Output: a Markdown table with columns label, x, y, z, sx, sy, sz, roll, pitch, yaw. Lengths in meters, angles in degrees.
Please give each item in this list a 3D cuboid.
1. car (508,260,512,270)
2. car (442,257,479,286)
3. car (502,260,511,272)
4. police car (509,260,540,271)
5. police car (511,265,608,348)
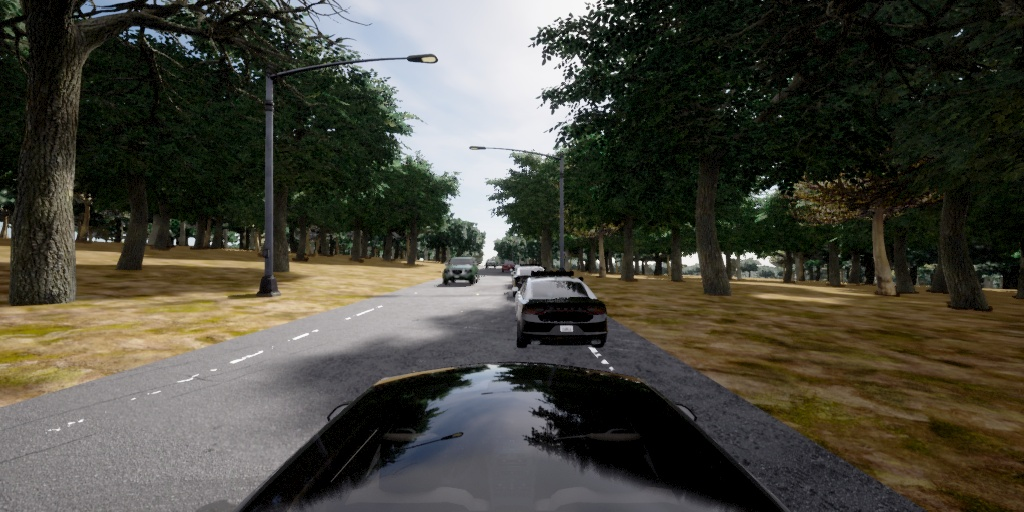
| label | x | y | z | sx | sy | sz | roll | pitch | yaw |
| --- | --- | --- | --- | --- | --- | --- | --- | --- | --- |
| car | 0.910 | 1.298 | 25.353 | 1.882 | 1.535 | 5.008 | -2 | 0 | -1 |
| car | -3.749 | 1.077 | 27.106 | 2.150 | 2.045 | 5.566 | 0 | 0 | 0 |
| car | -0.411 | 1.407 | 51.681 | 2.097 | 1.767 | 4.553 | 0 | -1 | -1 |
| police car | 0.969 | 1.221 | 19.451 | 1.930 | 1.638 | 5.238 | -1 | 0 | 0 |
| police car | 1.035 | 1.191 | 9.438 | 1.930 | 1.638 | 5.238 | 0 | 0 | 0 |
